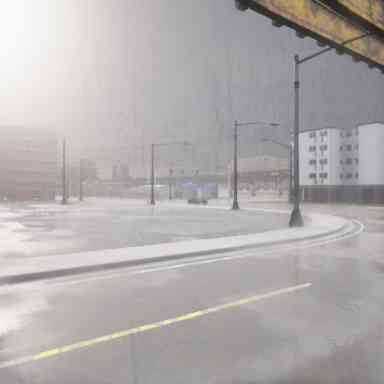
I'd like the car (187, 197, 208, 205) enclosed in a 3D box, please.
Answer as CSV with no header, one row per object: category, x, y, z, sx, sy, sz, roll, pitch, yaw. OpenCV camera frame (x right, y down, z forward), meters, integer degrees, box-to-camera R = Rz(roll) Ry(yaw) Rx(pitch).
car,0.959,1.596,60.520,1.994,1.385,4.181,0,0,-37
